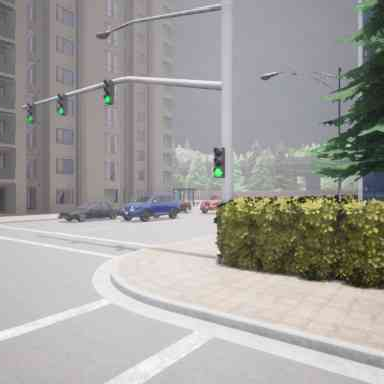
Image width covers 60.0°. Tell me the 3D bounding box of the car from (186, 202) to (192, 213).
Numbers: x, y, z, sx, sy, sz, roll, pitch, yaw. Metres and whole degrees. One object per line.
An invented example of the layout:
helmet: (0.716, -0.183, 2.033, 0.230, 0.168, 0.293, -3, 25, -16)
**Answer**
car: (-2.053, 1.478, 34.453, 1.882, 1.535, 5.008, 0, 0, 36)

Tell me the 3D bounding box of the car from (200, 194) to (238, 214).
car: (3.109, 1.221, 35.563, 2.150, 2.045, 5.566, 0, 0, 36)

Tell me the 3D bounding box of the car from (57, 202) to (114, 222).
car: (-7.859, 1.547, 26.545, 2.033, 1.411, 5.357, 0, 0, 36)

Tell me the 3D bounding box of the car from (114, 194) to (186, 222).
car: (-3.237, 1.221, 26.930, 2.150, 2.045, 5.566, 0, 0, 36)
